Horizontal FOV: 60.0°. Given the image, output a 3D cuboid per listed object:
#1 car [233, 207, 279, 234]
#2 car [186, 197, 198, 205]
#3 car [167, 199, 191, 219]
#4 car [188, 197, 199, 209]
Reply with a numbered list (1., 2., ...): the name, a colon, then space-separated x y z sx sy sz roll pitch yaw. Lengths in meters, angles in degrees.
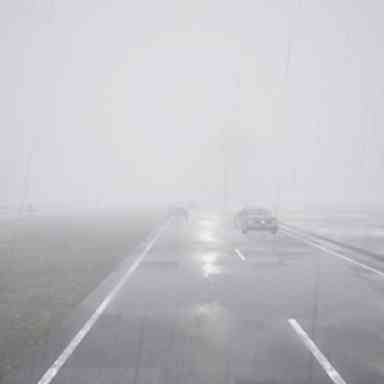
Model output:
1. car: 3.593 1.580 19.367 2.033 1.411 5.357 0 0 0
2. car: -0.021 1.675 64.494 2.128 1.511 4.902 0 0 0
3. car: -1.235 1.586 29.587 1.812 1.442 4.674 0 0 0
4. car: -0.004 1.730 48.136 1.895 1.301 4.718 0 0 0
